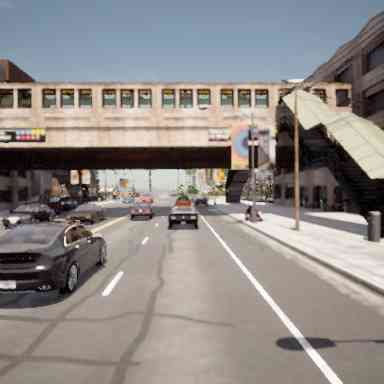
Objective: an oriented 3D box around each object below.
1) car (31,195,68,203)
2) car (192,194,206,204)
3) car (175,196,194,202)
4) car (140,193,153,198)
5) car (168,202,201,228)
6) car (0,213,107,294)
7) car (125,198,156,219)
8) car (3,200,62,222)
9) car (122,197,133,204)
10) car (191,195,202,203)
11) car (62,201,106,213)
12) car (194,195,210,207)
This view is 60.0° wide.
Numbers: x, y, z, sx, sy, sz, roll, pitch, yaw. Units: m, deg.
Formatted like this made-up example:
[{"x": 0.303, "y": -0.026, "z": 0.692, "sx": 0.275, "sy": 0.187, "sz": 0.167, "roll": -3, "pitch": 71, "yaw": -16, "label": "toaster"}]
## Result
[{"x": -14.533, "y": 1.371, "z": 32.557, "sx": 2.435, "sy": 2.045, "sz": 5.566, "roll": -1, "pitch": 0, "yaw": -2, "label": "car"}, {"x": 1.268, "y": 1.312, "z": 62.461, "sx": 2.185, "sy": 1.767, "sz": 4.553, "roll": -1, "pitch": 0, "yaw": -2, "label": "car"}, {"x": -1.126, "y": 1.345, "z": 43.308, "sx": 2.097, "sy": 1.767, "sz": 4.553, "roll": -1, "pitch": 0, "yaw": -1, "label": "car"}, {"x": -8.890, "y": 1.276, "z": 65.931, "sx": 2.150, "sy": 2.045, "sz": 5.566, "roll": -1, "pitch": 0, "yaw": -2, "label": "car"}, {"x": -0.586, "y": 1.597, "z": 22.468, "sx": 1.895, "sy": 1.301, "sz": 4.718, "roll": -1, "pitch": 0, "yaw": -1, "label": "car"}, {"x": -3.626, "y": 1.540, "z": 8.846, "sx": 1.837, "sy": 1.490, "sz": 4.892, "roll": -1, "pitch": 0, "yaw": -2, "label": "car"}, {"x": -4.282, "y": 1.580, "z": 29.591, "sx": 2.033, "sy": 1.411, "sz": 5.357, "roll": -1, "pitch": 0, "yaw": -2, "label": "car"}, {"x": -11.283, "y": 1.603, "z": 23.329, "sx": 2.128, "sy": 1.511, "sz": 4.902, "roll": -1, "pitch": 0, "yaw": -2, "label": "car"}, {"x": -12.355, "y": 1.628, "z": 64.624, "sx": 1.812, "sy": 1.442, "sz": 4.674, "roll": -1, "pitch": 0, "yaw": -1, "label": "car"}, {"x": 0.931, "y": 1.438, "z": 68.879, "sx": 2.097, "sy": 1.535, "sz": 5.008, "roll": -1, "pitch": 0, "yaw": -2, "label": "car"}, {"x": -7.844, "y": 1.621, "z": 25.232, "sx": 2.033, "sy": 1.411, "sz": 5.357, "roll": -1, "pitch": 0, "yaw": -2, "label": "car"}, {"x": 1.569, "y": 1.440, "z": 51.690, "sx": 2.231, "sy": 1.521, "sz": 4.892, "roll": -1, "pitch": 0, "yaw": 8, "label": "car"}]
